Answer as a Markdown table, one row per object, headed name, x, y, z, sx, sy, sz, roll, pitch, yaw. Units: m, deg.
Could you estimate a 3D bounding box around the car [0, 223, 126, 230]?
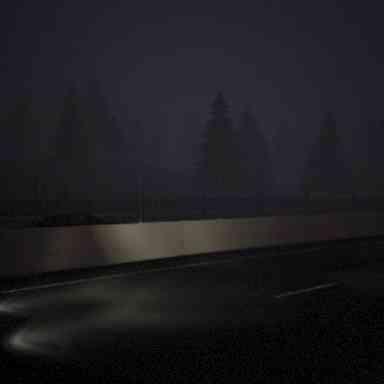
| name | x | y | z | sx | sy | sz | roll | pitch | yaw |
| --- | --- | --- | --- | --- | --- | --- | --- | --- | --- |
| car | -5.156 | 1.504 | 13.022 | 5.357 | 1.411 | 2.033 | 0 | 0 | -33 |
